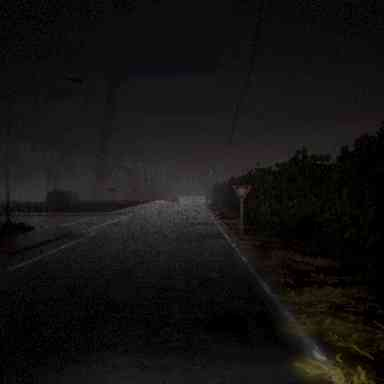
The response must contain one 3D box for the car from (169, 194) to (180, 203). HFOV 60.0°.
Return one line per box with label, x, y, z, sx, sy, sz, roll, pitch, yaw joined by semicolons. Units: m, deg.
car;-3.484;1.271;66.612;2.097;1.767;4.553;0;0;1
